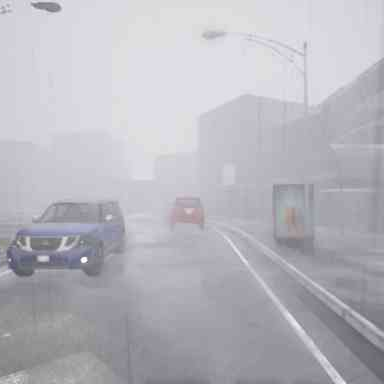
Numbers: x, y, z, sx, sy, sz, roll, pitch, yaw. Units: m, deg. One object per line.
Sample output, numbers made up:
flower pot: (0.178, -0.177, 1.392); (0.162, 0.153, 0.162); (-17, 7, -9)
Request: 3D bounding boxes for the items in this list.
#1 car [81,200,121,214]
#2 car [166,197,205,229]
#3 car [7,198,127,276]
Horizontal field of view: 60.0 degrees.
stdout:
car: (-10.757, 1.747, 39.199); (5.008, 1.535, 1.882); (0, -2, 37)
car: (-0.512, 1.333, 22.708); (2.150, 2.045, 5.566); (1, -1, -7)
car: (-3.580, 1.249, 10.737); (2.150, 2.045, 5.566); (0, 0, 0)
